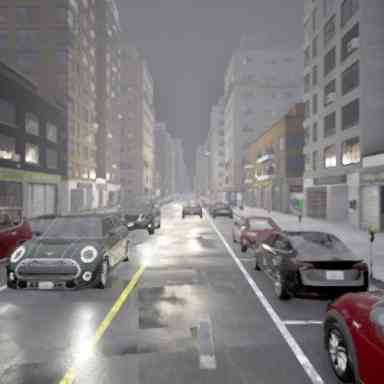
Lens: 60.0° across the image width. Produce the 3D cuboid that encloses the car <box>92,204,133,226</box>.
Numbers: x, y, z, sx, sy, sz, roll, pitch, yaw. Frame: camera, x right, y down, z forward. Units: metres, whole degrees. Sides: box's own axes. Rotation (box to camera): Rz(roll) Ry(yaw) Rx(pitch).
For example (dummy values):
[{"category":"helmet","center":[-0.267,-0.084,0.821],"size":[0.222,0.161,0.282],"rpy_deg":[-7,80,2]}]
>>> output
[{"category":"car","center":[-5.843,1.651,24.868],"size":[2.008,1.369,4.403],"rpy_deg":[0,0,0]}]

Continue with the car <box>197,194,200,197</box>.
[{"category":"car","center":[2.716,1.758,80.125],"size":[1.967,1.590,4.097],"rpy_deg":[0,0,0]}]

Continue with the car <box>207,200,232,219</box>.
[{"category":"car","center":[2.686,1.688,30.399],"size":[1.947,1.339,4.313],"rpy_deg":[0,0,0]}]

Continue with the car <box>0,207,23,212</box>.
[{"category":"car","center":[-5.854,1.349,8.298],"size":[2.192,1.841,5.009],"rpy_deg":[0,0,0]}]

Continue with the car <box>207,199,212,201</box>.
[{"category":"car","center":[2.689,1.710,35.924],"size":[1.947,1.339,4.313],"rpy_deg":[0,0,0]}]

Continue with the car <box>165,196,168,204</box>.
[{"category":"car","center":[-5.824,1.799,58.009],"size":[1.947,1.339,4.313],"rpy_deg":[0,0,0]}]

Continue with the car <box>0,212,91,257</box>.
[{"category":"car","center":[-5.850,1.622,13.821],"size":[1.947,1.339,4.313],"rpy_deg":[0,0,0]}]

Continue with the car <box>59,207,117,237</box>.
[{"category":"car","center":[-5.847,1.629,19.344],"size":[2.008,1.369,4.403],"rpy_deg":[0,0,0]}]

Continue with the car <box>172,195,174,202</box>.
[{"category":"car","center":[-5.813,1.863,74.580],"size":[1.947,1.339,4.313],"rpy_deg":[0,0,0]}]

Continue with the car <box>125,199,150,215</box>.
[{"category":"car","center":[-5.837,1.585,35.915],"size":[1.967,1.590,4.097],"rpy_deg":[0,0,0]}]

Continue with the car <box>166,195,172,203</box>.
[{"category":"car","center":[-5.817,1.827,69.056],"size":[2.008,1.369,4.403],"rpy_deg":[0,0,0]}]

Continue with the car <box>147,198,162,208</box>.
[{"category":"car","center":[-5.827,1.736,52.316],"size":[1.752,1.417,4.829],"rpy_deg":[0,0,0]}]

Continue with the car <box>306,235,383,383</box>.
[{"category":"car","center":[2.669,1.452,2.774],"size":[1.967,1.590,4.097],"rpy_deg":[0,0,0]}]

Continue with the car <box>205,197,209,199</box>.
[{"category":"car","center":[2.692,1.711,41.449],"size":[1.887,1.381,4.507],"rpy_deg":[0,0,0]}]

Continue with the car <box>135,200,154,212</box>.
[{"category":"car","center":[-5.833,1.692,41.268],"size":[1.752,1.417,4.829],"rpy_deg":[0,0,0]}]

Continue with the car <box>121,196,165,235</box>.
[{"category":"car","center":[-3.068,1.301,19.698],"size":[2.150,2.045,5.566],"rpy_deg":[0,0,1]}]

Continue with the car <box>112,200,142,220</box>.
[{"category":"car","center":[-5.840,1.563,30.392],"size":[1.967,1.590,4.097],"rpy_deg":[0,0,0]}]

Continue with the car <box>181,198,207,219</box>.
[{"category":"car","center":[0.035,1.616,30.866],"size":[2.128,1.511,4.902],"rpy_deg":[0,0,0]}]

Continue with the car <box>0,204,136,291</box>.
[{"category":"car","center":[-3.083,1.390,9.287],"size":[2.097,1.767,4.553],"rpy_deg":[0,0,0]}]

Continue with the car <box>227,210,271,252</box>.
[{"category":"car","center":[2.676,1.638,13.823],"size":[1.802,1.307,4.206],"rpy_deg":[0,0,0]}]

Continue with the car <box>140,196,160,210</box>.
[{"category":"car","center":[-5.830,1.504,46.963],"size":[2.192,1.841,5.009],"rpy_deg":[0,0,0]}]

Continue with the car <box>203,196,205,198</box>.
[{"category":"car","center":[2.699,1.793,52.499],"size":[1.802,1.307,4.206],"rpy_deg":[0,0,0]}]

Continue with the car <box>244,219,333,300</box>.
[{"category":"car","center":[2.673,1.600,8.298],"size":[1.947,1.339,4.313],"rpy_deg":[0,0,0]}]

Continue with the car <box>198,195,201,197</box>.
[{"category":"car","center":[2.709,1.826,69.074],"size":[2.008,1.369,4.403],"rpy_deg":[0,0,0]}]

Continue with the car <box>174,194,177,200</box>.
[{"category":"car","center":[-5.807,1.654,85.628],"size":[2.192,1.841,5.009],"rpy_deg":[0,0,0]}]
